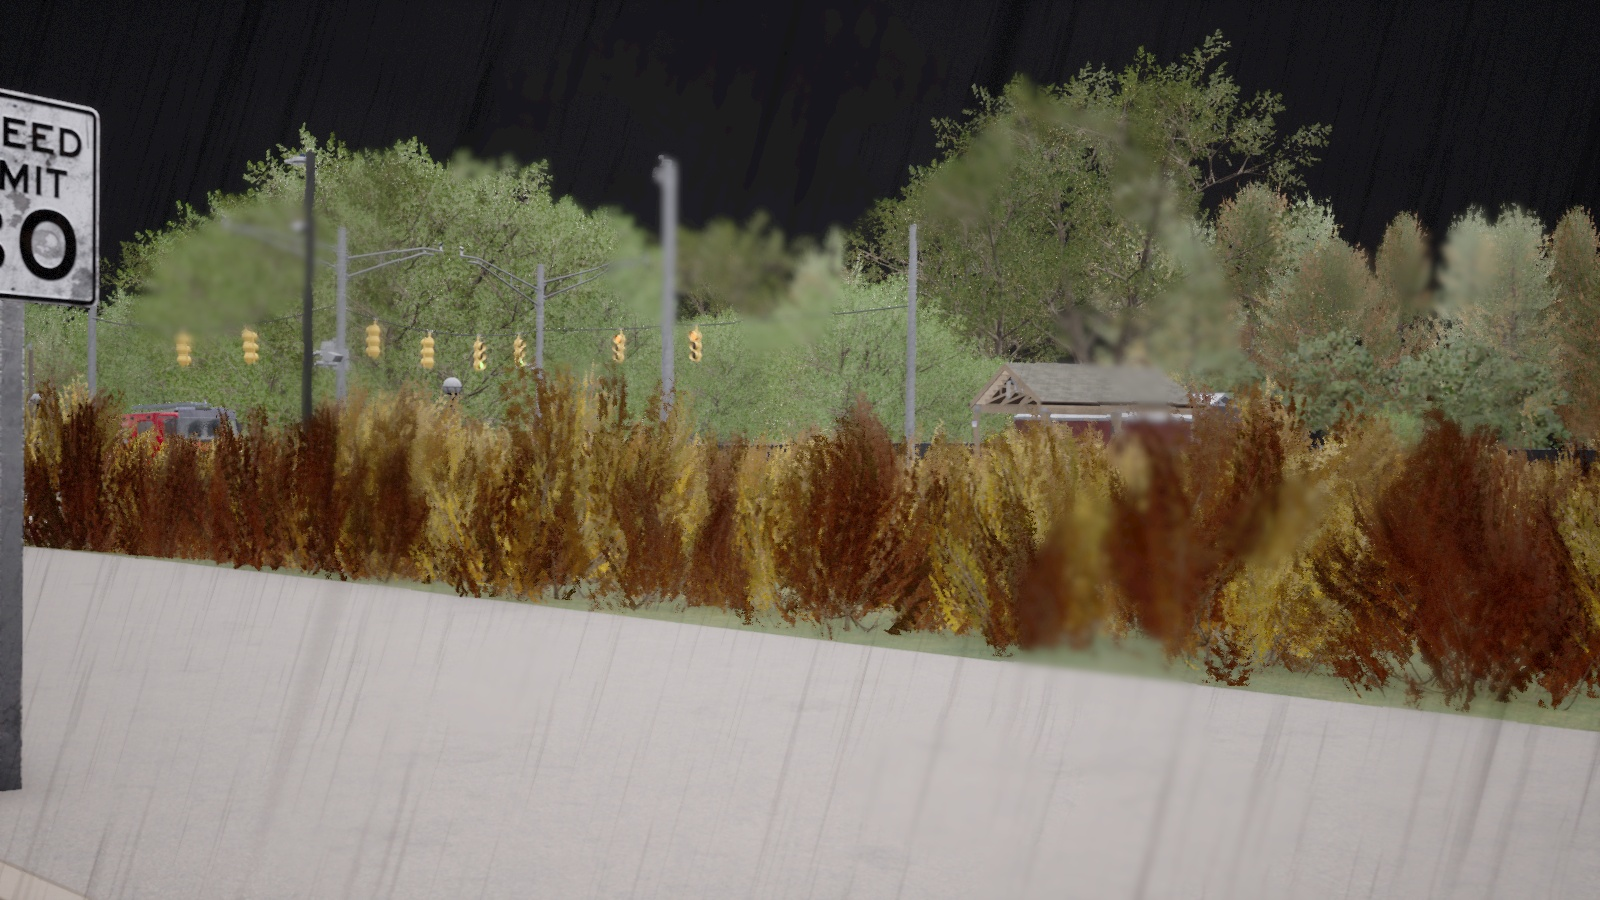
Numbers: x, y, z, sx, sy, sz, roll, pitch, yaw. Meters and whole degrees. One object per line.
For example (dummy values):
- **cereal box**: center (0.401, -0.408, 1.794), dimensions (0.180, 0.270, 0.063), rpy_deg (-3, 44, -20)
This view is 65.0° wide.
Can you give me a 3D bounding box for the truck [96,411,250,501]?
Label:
- **truck**: center (-28.530, 0.307, 56.950), dimensions (8.468, 3.827, 2.891), rpy_deg (-2, 1, 39)
